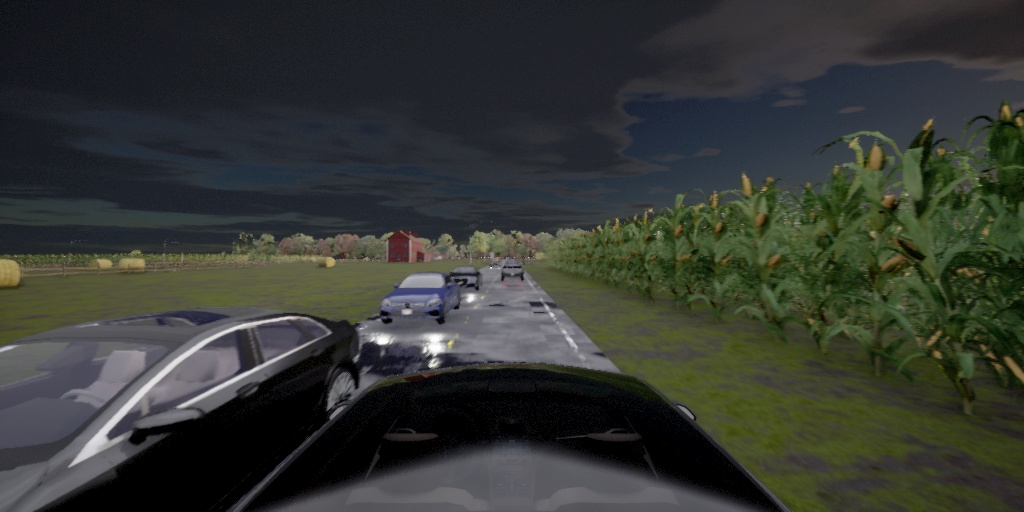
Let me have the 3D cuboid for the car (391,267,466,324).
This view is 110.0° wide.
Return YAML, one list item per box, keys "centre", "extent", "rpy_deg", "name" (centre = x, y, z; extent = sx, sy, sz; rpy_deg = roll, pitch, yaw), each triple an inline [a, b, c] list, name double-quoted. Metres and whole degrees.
- centre: [-2.863, 1.272, 12.145]
  extent: [1.812, 1.442, 4.674]
  rpy_deg: [0, 0, 0]
  name: "car"

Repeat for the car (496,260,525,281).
- centre: [0.044, 1.226, 30.135]
  extent: [2.128, 1.511, 4.902]
  rpy_deg: [0, 0, 0]
  name: "car"

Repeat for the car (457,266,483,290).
- centre: [-2.855, 1.306, 22.056]
  extent: [1.994, 1.385, 4.181]
  rpy_deg: [0, 0, 0]
  name: "car"

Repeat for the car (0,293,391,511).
- centre: [-2.848, 1.245, 2.724]
  extent: [2.128, 1.511, 4.902]
  rpy_deg: [0, 0, 0]
  name: "car"

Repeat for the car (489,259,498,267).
- centre: [-2.902, 1.295, 62.773]
  extent: [1.994, 1.385, 4.181]
  rpy_deg: [0, 0, 0]
  name: "car"
